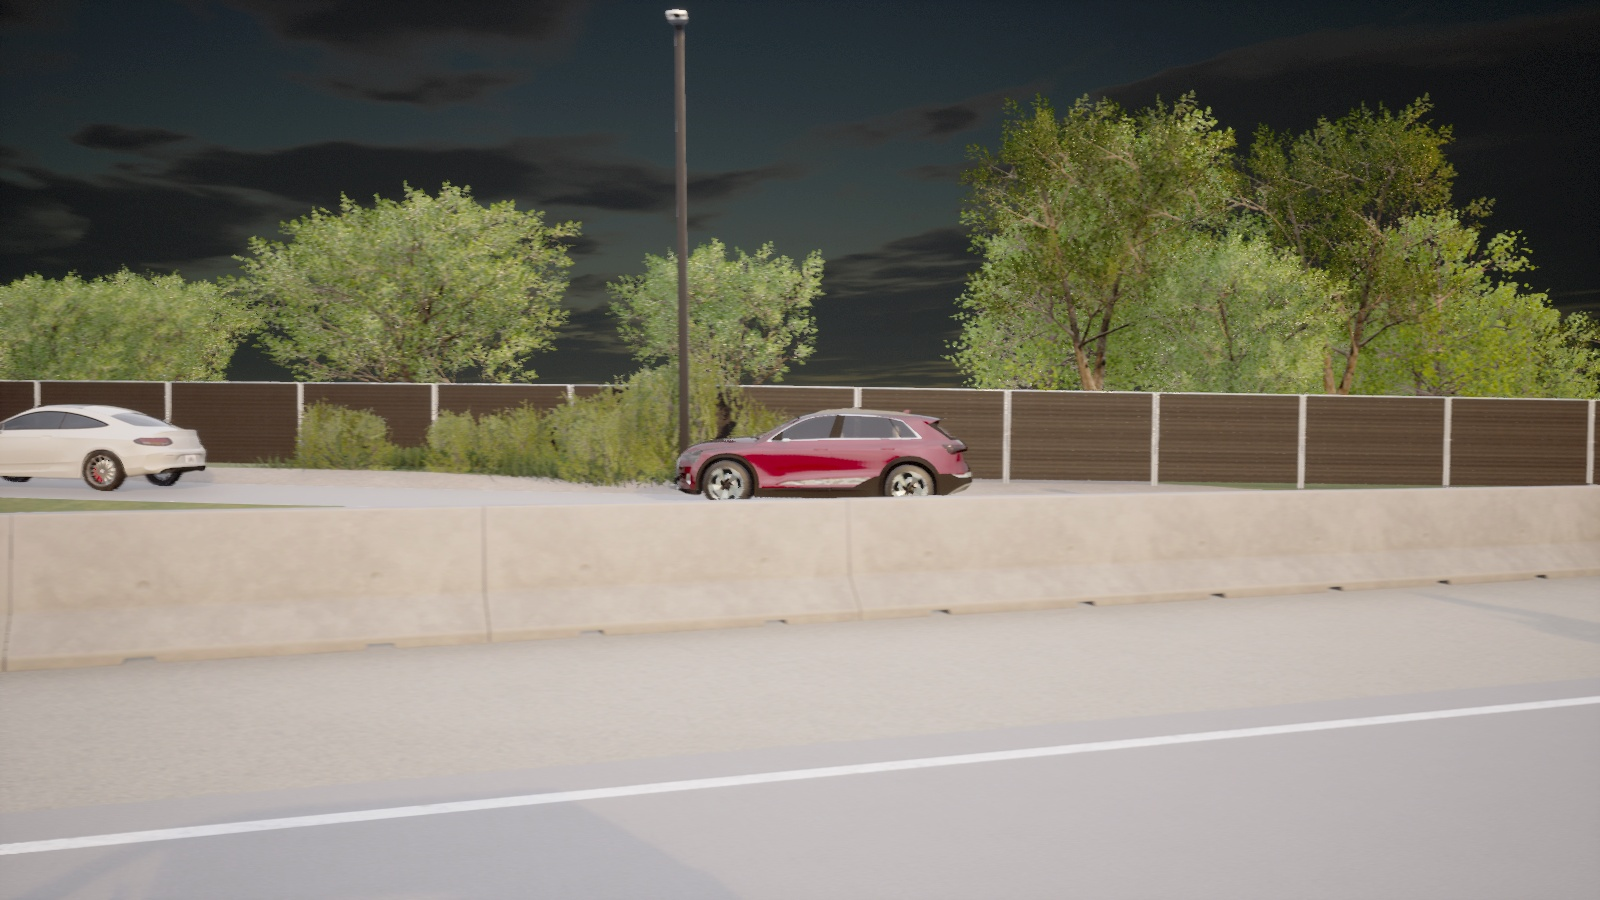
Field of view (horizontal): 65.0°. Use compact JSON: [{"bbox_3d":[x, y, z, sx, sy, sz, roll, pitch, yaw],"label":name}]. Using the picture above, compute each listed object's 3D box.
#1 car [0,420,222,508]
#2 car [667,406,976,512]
[{"bbox_3d":[-12.846,0.209,21.978,4.674,1.442,1.812,0,2,6],"label":"car"},{"bbox_3d":[0.381,0.114,20.800,4.856,1.649,2.033,0,2,3],"label":"car"}]
